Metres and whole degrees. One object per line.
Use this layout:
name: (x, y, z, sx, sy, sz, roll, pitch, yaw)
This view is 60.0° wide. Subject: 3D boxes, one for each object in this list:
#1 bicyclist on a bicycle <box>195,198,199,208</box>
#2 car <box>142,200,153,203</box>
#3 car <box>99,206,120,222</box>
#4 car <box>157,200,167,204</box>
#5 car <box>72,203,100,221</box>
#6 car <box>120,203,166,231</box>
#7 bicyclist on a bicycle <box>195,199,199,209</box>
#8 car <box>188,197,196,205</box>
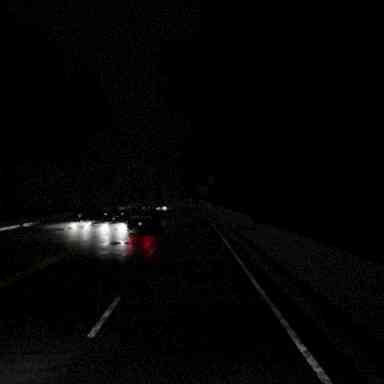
bicyclist on a bicycle: (0.933, 2.144, 65.321, 0.659, 1.776, 1.843, 0, -1, 0)
car: (-9.705, 2.370, 72.713, 1.994, 1.385, 4.181, 0, -1, 0)
car: (-6.579, 1.948, 30.124, 1.895, 1.301, 4.718, 0, -1, 0)
car: (-6.456, 2.426, 70.391, 1.895, 1.301, 4.718, 0, -1, 0)
car: (-9.825, 1.855, 31.558, 2.128, 1.511, 4.902, 0, -1, 0)
car: (-3.136, 1.748, 22.522, 2.128, 1.511, 4.902, 0, -1, 0)
bicyclist on a bicycle: (0.928, 2.036, 56.320, 0.659, 1.776, 1.843, 0, -1, 0)
car: (0.052, 2.358, 82.578, 1.812, 1.442, 4.674, 0, -1, 0)
